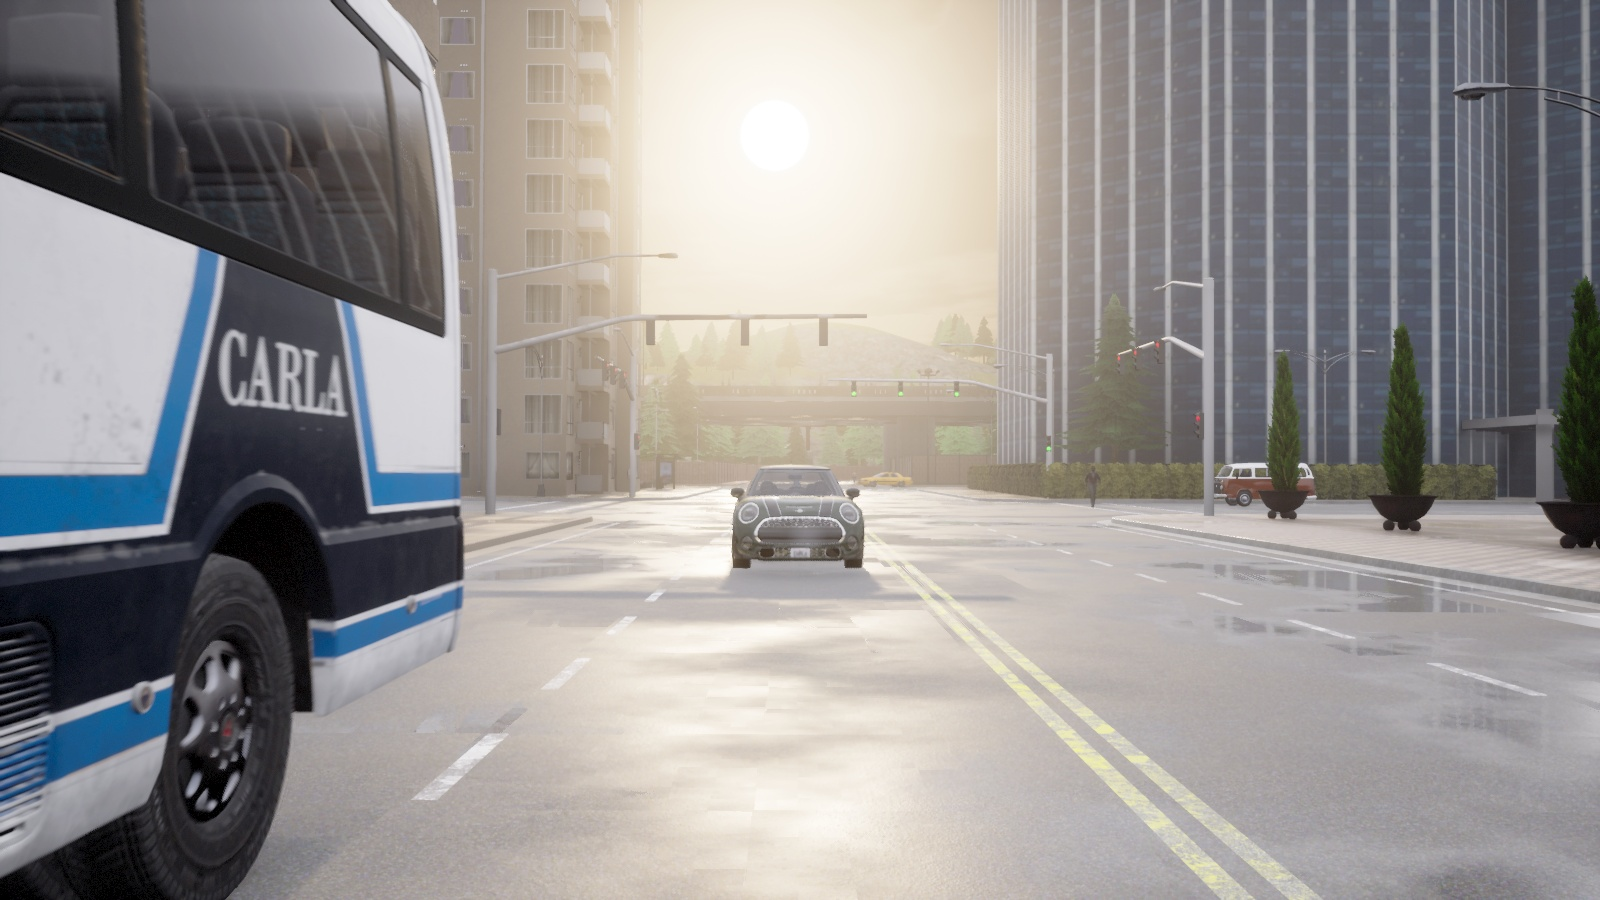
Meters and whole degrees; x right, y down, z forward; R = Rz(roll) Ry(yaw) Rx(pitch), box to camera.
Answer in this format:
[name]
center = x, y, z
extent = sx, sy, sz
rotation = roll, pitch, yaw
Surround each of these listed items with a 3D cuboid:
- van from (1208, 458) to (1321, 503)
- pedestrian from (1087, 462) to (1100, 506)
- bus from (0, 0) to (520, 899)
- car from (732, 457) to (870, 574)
[van]
center = 21.638, 1.433, 58.627
extent = 4.480, 2.038, 2.069
rotation = 0, -1, -1
[pedestrian]
center = 12.766, 1.476, 54.640
extent = 0.402, 1.930, 0.666
rotation = 0, -1, 0
[bus]
center = -3.511, -0.517, 1.813
extent = 3.944, 4.253, 10.273
rotation = 0, -1, 0
[car]
center = -0.086, 1.032, 21.428
extent = 2.097, 1.767, 4.553
rotation = 0, -1, -3
